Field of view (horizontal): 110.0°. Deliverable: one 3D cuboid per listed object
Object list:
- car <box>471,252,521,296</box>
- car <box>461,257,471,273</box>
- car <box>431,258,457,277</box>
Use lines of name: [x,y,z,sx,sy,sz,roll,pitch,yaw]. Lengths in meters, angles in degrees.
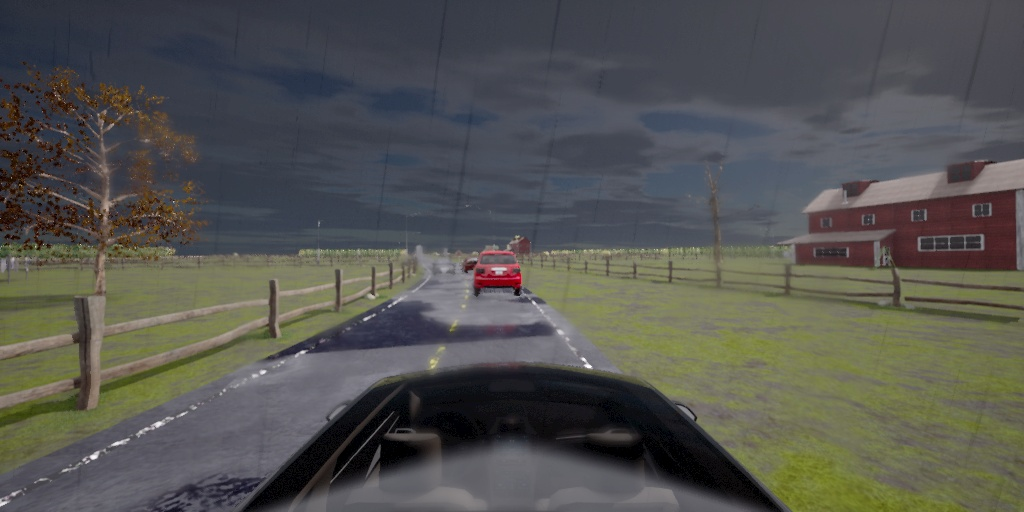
car: [-0.860,0.798,18.201,2.150,2.045,5.566,0,0,-6]
car: [-3.953,0.879,35.838,1.882,1.535,5.008,0,0,-13]
car: [-5.900,0.930,31.070,2.128,1.511,4.902,0,1,-12]
